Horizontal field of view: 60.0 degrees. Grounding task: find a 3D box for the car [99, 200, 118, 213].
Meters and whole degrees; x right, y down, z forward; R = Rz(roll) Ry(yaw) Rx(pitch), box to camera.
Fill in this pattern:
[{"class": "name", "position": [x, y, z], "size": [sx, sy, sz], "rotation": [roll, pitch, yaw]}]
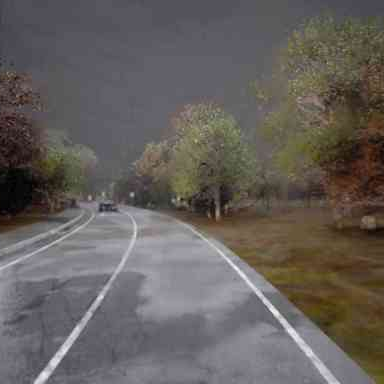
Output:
[{"class": "car", "position": [-9.713, 1.653, 38.461], "size": [1.994, 1.385, 4.181], "rotation": [1, 0, -17]}]
